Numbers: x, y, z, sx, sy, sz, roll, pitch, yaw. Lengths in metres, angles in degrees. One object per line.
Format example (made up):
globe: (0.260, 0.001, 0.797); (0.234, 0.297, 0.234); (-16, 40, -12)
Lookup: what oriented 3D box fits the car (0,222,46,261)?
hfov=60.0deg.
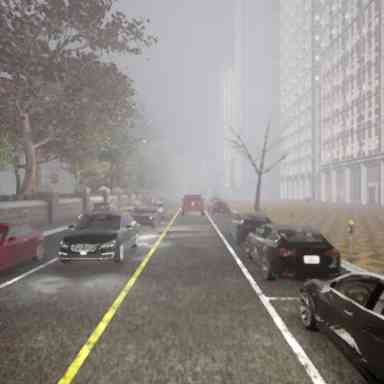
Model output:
car: (-5.691, 1.566, 9.558); (1.802, 1.307, 4.206); (0, 0, 0)

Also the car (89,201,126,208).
car: (-5.692, 1.407, 20.823); (1.967, 1.590, 4.097); (0, 0, 0)

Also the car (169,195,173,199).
car: (-5.698, 1.473, 71.513); (1.887, 1.381, 4.507); (0, 0, 0)

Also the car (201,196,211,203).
car: (2.683, 1.512, 65.882); (1.802, 1.307, 4.206); (0, 0, 0)

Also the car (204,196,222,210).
car: (2.686, 1.384, 43.353); (1.967, 1.590, 4.097); (0, 0, 0)

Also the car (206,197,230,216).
car: (2.687, 1.499, 32.090); (1.887, 1.381, 4.507); (0, 0, 0)

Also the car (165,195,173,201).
car: (-5.699, 1.453, 82.608); (1.752, 1.417, 4.829); (0, 0, 0)

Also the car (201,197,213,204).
car: (2.684, 1.514, 60.250); (1.802, 1.307, 4.206); (0, 0, 0)

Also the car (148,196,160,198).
car: (-5.694, 1.384, 43.352); (1.967, 1.590, 4.097); (0, 0, 0)

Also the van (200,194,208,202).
van: (2.682, 1.269, 77.148); (1.690, 1.788, 3.998); (0, 0, 0)

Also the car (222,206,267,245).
car: (2.689, 1.541, 15.192); (1.947, 1.339, 4.313); (0, 0, 0)

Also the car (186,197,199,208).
car: (0.087, 1.448, 47.152); (1.837, 1.490, 4.892); (0, 1, 0)

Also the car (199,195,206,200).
car: (2.680, 1.511, 88.411); (1.802, 1.307, 4.206); (0, 0, 0)

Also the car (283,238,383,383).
car: (2.690, 1.559, 3.926); (1.947, 1.339, 4.313); (0, 0, 0)

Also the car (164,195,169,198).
car: (-5.697, 1.477, 60.249); (1.887, 1.381, 4.507); (0, 0, 0)

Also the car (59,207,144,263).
car: (-3.088, 1.485, 11.907); (1.837, 1.490, 4.892); (0, 0, 0)

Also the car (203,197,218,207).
car: (2.685, 1.490, 48.985); (2.008, 1.369, 4.403); (0, 0, 0)

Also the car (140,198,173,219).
car: (-3.004, 1.537, 28.009); (2.033, 1.411, 5.357); (0, 0, 0)

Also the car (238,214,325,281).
car: (2.689, 1.550, 9.559); (1.947, 1.339, 4.313); (0, 0, 0)

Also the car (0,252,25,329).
car: (-3.117, 1.545, 1.702); (2.033, 1.411, 5.357); (0, 0, -3)

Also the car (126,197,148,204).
car: (-5.693, 1.480, 31.918); (1.752, 1.417, 4.829); (0, 0, 0)

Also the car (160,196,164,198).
car: (-5.696, 1.484, 48.984); (1.887, 1.381, 4.507); (0, 0, 0)

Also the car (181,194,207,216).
car: (0.094, 1.177, 32.647); (2.150, 2.045, 5.566); (0, 0, 0)

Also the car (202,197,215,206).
car: (2.684, 1.486, 54.617); (2.008, 1.369, 4.403); (0, 0, 0)

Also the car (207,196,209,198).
car: (2.687, 1.389, 37.721); (1.967, 1.590, 4.097); (0, 0, 0)

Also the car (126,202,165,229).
car: (-3.085, 1.568, 21.393); (1.895, 1.301, 4.718); (0, 0, 0)
